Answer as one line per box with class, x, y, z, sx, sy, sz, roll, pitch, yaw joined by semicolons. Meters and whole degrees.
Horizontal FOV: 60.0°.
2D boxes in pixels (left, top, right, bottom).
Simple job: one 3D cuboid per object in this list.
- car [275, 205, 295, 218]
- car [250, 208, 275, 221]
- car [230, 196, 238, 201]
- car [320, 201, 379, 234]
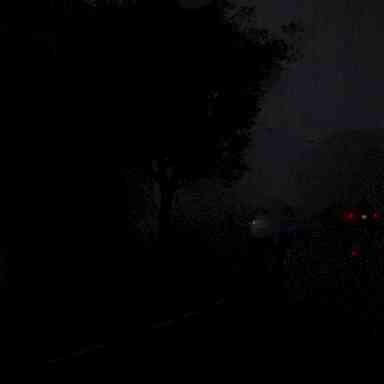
car;11.625;2.410;42.258;2.128;1.511;4.902;-2;-1;3
car;7.688;2.528;37.608;1.994;1.385;4.181;-2;-2;3
car;9.934;1.665;79.366;1.812;1.442;4.674;-2;2;3
car;10.511;1.644;22.633;2.150;2.045;5.566;-2;-1;4
